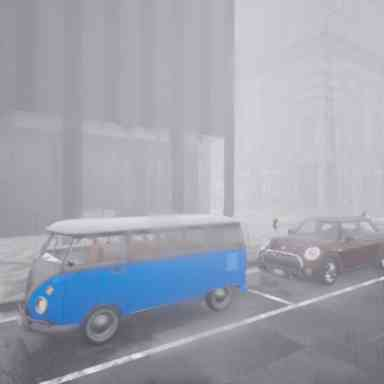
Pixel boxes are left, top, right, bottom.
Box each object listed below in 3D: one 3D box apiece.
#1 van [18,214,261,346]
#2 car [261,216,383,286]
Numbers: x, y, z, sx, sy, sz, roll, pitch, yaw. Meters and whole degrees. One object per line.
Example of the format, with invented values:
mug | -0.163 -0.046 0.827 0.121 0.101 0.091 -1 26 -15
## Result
van | -0.806 1.340 6.070 3.998 1.788 1.690 0 0 -36
car | 3.753 1.436 9.326 4.097 1.590 1.967 0 0 -36
